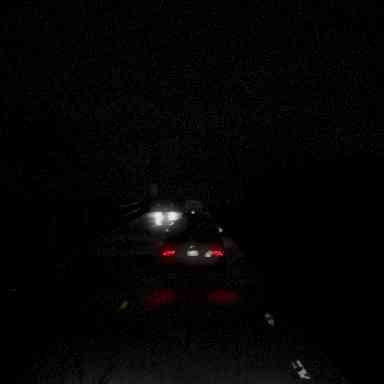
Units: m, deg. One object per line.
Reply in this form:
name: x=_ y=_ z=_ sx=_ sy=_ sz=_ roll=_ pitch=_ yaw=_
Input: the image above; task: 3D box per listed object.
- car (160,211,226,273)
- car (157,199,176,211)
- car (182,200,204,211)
car: x=0.050 y=1.568 z=10.762 sx=2.033 sy=1.411 sz=5.357 roll=0 pitch=0 yaw=1
car: x=-2.779 y=1.428 z=37.168 sx=1.895 sy=1.301 sz=4.718 roll=0 pitch=1 yaw=0
car: x=0.098 y=1.442 z=29.687 sx=1.812 sy=1.442 sz=4.674 roll=0 pitch=0 yaw=0
